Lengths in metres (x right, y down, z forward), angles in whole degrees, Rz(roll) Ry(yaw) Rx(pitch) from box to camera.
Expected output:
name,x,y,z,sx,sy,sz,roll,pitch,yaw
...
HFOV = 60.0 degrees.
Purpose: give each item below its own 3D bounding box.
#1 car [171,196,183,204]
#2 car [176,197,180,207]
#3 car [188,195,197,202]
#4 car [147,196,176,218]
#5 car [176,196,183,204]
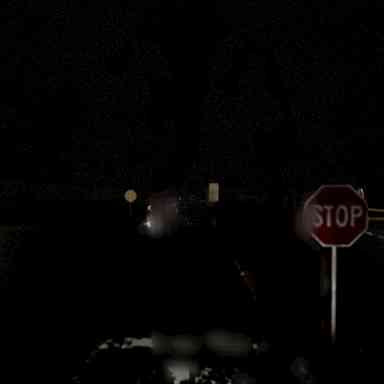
name,x,y,z,sx,sy,sz,roll,pitch,yaw
car,-2.747,1.450,60.929,1.994,1.385,4.181,0,0,1
car,-2.813,1.536,38.942,1.895,1.301,4.718,0,0,0
car,0.062,1.356,71.946,1.837,1.490,4.892,0,0,0
car,-2.770,1.306,29.613,2.097,1.767,4.553,0,0,-1
car,-2.787,1.514,49.037,1.895,1.301,4.718,0,0,0
